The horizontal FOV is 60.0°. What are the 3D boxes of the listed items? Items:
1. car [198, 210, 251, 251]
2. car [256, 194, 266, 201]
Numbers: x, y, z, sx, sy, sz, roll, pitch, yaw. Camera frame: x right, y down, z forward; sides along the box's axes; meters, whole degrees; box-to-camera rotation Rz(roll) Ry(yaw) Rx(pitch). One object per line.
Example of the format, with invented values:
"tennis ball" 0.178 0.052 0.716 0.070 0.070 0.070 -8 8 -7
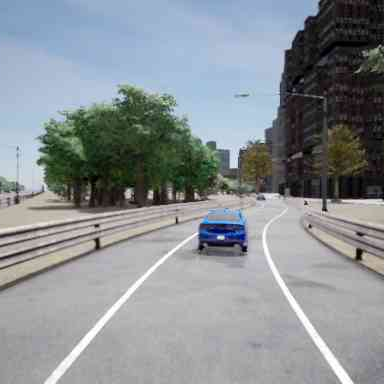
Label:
"car" 1.480 1.501 14.407 1.882 1.535 5.008 0 0 10
"car" 17.549 1.320 85.883 2.097 1.767 4.553 0 0 1
